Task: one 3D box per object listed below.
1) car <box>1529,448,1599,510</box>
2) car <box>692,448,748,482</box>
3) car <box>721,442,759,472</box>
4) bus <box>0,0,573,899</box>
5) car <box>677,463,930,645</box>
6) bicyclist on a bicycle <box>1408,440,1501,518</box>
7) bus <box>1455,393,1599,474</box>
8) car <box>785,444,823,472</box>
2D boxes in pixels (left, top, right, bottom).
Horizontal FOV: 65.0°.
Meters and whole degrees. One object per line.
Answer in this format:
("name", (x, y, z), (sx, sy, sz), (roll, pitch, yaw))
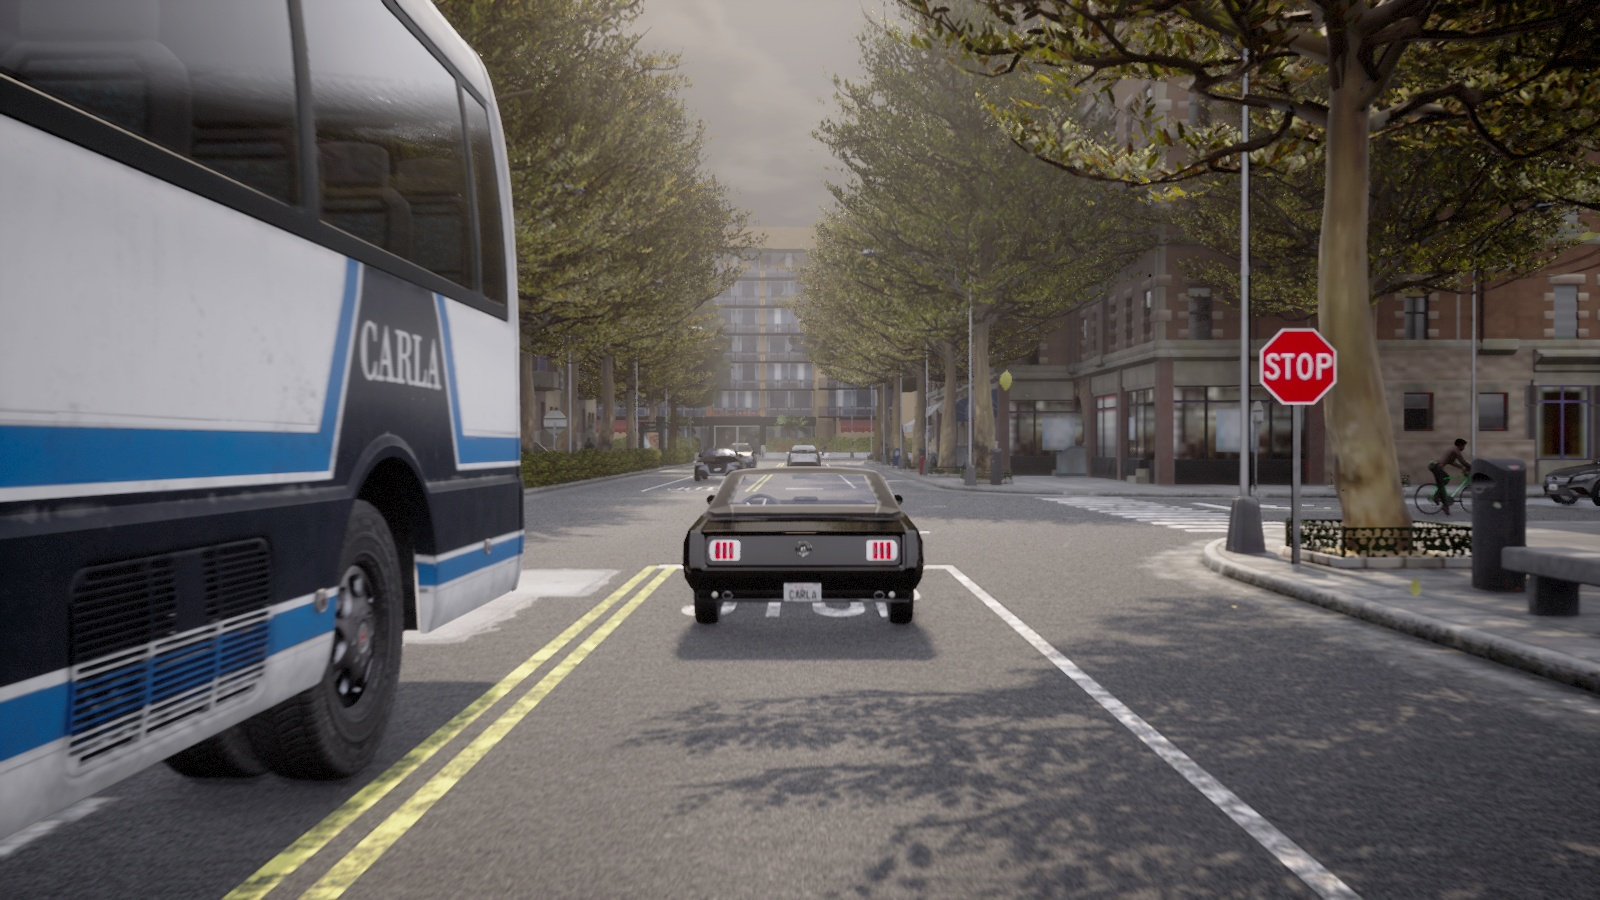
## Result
("car", (20.386, 0.668, 30.175), (4.674, 1.442, 1.812), (0, 0, -1))
("car", (-3.303, 0.597, 52.603), (1.994, 1.385, 4.181), (0, 0, 1))
("car", (-3.263, 0.369, 68.506), (1.851, 1.617, 3.988), (0, 0, 0))
("bus", (-3.457, -0.645, 2.993), (3.944, 4.253, 10.273), (0, 0, 0))
("car", (0.042, 0.800, 11.766), (1.895, 1.301, 4.718), (0, 0, 0))
("bicyclist on a bicycle", (13.855, 0.604, 26.600), (1.656, 1.620, 0.582), (0, 0, -1))
("bus", (41.869, -0.882, 71.339), (3.944, 4.253, 10.273), (0, 0, 0))
("car", (0.219, 0.418, 68.841), (2.007, 1.525, 4.514), (0, 0, 0))
